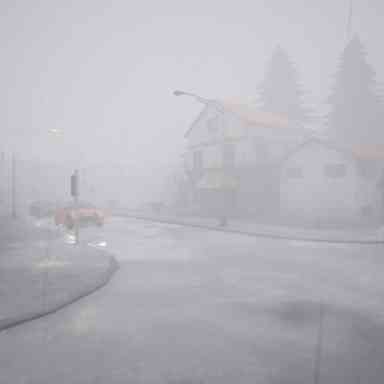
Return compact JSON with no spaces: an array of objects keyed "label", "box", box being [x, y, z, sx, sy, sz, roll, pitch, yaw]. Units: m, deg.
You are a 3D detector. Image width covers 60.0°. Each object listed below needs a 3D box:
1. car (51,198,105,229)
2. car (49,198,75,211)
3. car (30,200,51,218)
[{"label":"car","box":[-7.378,1.353,21.662,2.097,1.767,4.553,0,0,-35]},{"label":"car","box":[-16.367,1.493,41.724,2.128,1.511,4.902,0,0,-33]},{"label":"car","box":[-13.241,1.506,29.928,1.837,1.490,4.892,0,0,-35]}]
